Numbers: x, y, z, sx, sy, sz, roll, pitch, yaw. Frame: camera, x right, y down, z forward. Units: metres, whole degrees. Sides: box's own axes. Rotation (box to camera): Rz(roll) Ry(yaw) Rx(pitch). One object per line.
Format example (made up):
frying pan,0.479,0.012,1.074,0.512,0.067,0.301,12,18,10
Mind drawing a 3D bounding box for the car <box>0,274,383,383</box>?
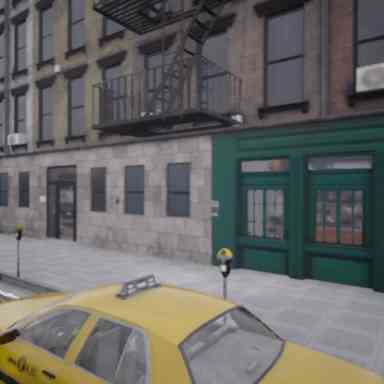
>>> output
car,-0.725,1.511,3.325,4.829,1.417,1.752,0,0,35
